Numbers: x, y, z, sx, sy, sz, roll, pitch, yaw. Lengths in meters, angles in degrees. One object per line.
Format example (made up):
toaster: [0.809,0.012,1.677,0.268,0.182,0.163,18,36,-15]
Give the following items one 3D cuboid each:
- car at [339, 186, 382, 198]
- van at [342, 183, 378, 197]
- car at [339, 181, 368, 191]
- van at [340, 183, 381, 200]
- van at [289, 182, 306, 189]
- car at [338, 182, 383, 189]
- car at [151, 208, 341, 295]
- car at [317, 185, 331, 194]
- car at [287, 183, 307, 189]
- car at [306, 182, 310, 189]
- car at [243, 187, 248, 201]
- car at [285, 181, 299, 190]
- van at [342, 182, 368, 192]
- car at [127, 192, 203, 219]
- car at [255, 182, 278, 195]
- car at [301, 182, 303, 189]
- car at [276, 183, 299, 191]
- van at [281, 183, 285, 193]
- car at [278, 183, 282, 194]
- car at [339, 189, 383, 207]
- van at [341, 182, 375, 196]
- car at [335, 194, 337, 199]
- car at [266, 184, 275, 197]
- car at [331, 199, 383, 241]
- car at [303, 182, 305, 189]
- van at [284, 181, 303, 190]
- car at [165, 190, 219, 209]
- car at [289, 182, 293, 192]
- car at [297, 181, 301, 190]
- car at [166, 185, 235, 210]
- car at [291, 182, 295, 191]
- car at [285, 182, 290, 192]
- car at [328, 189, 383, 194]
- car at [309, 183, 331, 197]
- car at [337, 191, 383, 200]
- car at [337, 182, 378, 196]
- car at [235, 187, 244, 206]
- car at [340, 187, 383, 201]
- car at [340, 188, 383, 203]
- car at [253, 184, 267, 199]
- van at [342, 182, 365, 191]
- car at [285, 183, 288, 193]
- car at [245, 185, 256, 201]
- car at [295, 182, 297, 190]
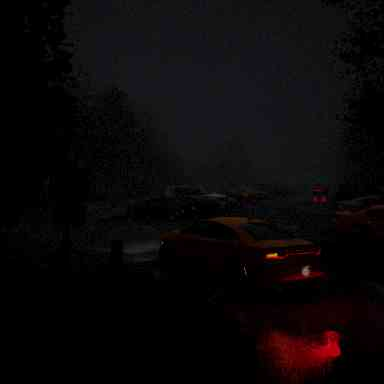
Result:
car: [22.424,-0.012,44.484,5.008,1.535,2.097,1,2,24]
van: [23.665,-0.327,46.953,4.442,1.987,1.878,1,2,24]
car: [34.976,-1.272,72.360,5.566,2.045,2.435,1,2,24]
van: [21.175,-0.145,41.984,4.442,1.987,1.878,1,2,24]
van: [28.677,-1.837,90.411,4.442,1.987,1.878,1,1,24]
car: [15.614,0.370,29.334,5.566,2.045,2.435,1,3,24]
car: [0.915,1.374,8.545,1.882,1.535,5.008,2,-1,-31]
car: [22.548,-0.463,56.774,1.882,1.535,5.008,1,2,24]
car: [27.665,-1.532,87.821,4.792,1.488,2.163,1,2,24]
car: [26.533,-1.752,85.306,5.566,2.045,2.435,1,2,24]
car: [2.543,0.530,32.231,4.892,1.521,2.231,1,3,24]
car: [18.510,-0.860,67.626,4.892,1.521,2.231,1,2,24]
van: [31.691,-0.970,64.732,4.442,1.987,1.878,1,2,24]
car: [-2.056,1.020,22.134,4.792,1.488,2.163,1,3,24]
car: [9.412,-0.252,47.377,4.553,1.767,2.185,1,2,24]
car: [21.912,-1.261,75.219,4.553,1.767,2.185,1,2,24]
car: [20.770,-1.170,72.690,4.553,1.767,2.185,1,2,24]
van: [11.772,-0.536,52.394,4.442,1.987,1.878,1,2,24]
car: [10.551,-0.191,49.910,4.792,1.488,2.163,1,2,24]
car: [16.701,0.534,31.892,4.792,1.488,2.163,1,3,24]
van: [24.591,-0.422,49.573,4.442,1.987,1.878,1,2,24]
car: [11.005,1.111,19.282,4.792,1.488,2.163,1,3,24]
car: [7.271,0.074,42.266,5.366,1.575,1.946,1,3,24]
car: [8.800,1.307,14.338,5.008,1.535,2.097,1,3,24]
car: [23.077,-1.227,77.742,5.008,1.535,2.097,1,2,24]
van: [25.259,-1.637,82.837,4.442,1.987,1.878,1,2,24]
car: [-0.883,0.875,24.647,5.008,1.535,2.097,1,3,24]
car: [15.064,-0.557,60.050,4.792,1.488,2.163,1,2,24]
car: [19.488,-0.958,70.229,5.366,1.575,1.946,1,2,24]
car: [0.279,0.509,27.154,5.566,2.045,2.435,1,3,24]
car: [16.063,-0.684,62.642,5.366,1.575,1.946,1,2,24]
car: [13.922,-0.466,57.521,4.792,1.488,2.163,1,2,24]
car: [13.141,0.845,24.389,5.366,1.575,1.946,1,3,24]
car: [18.313,-0.110,47.395,2.128,1.511,4.902,1,2,24]
car: [9.972,1.067,16.841,4.553,1.767,2.185,1,3,24]
car: [25.811,-0.538,52.058,5.566,2.045,2.435,1,2,24]
car: [1.564,0.644,29.629,5.366,1.575,1.946,1,3,24]
car: [20.168,0.209,39.431,4.792,1.488,2.163,1,2,24]
car: [19.083,0.308,37.027,4.792,1.488,2.163,1,3,24]
car: [5.842,0.173,40.003,5.366,1.575,1.946,1,3,24]
van: [36.248,-1.335,74.825,4.442,1.987,1.878,1,2,24]
car: [12.781,-0.374,54.992,4.792,1.488,2.163,1,2,24]
car: [3.509,0.407,34.837,5.366,1.575,1.946,1,3,24]
car: [17.380,-0.768,65.092,4.892,1.521,2.231,1,2,24]
